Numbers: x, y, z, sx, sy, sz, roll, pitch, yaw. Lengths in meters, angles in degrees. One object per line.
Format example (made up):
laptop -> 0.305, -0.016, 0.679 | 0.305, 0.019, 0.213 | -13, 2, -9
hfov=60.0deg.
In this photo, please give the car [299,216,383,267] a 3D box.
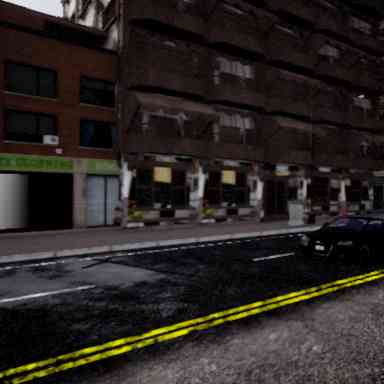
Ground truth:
car -> 5.627, 1.549, 11.446 | 4.181, 1.385, 1.994 | 0, 0, -34
